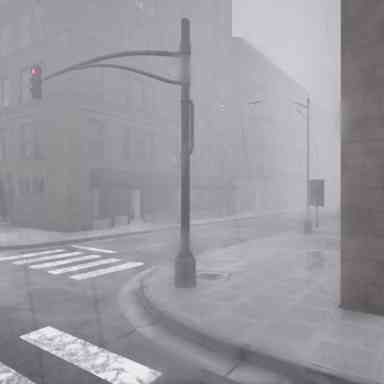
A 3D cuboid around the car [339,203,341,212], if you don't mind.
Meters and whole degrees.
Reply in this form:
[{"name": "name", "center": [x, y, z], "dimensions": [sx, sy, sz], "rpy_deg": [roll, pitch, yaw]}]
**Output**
[{"name": "car", "center": [20.524, 1.760, 43.104], "dimensions": [1.882, 1.535, 5.008], "rpy_deg": [0, 0, 36]}]
